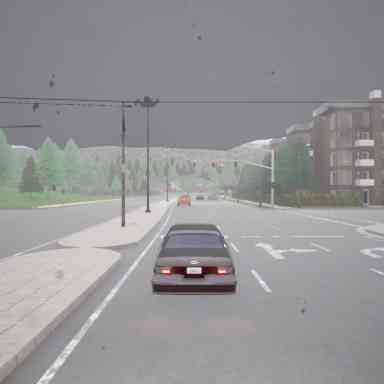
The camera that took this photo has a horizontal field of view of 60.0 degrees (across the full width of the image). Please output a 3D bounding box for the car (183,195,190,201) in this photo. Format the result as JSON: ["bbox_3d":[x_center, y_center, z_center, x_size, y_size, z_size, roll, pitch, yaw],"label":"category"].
[{"bbox_3d":[-1.429,1.523,85.436,1.812,1.442,4.674,0,0,0],"label":"car"}]

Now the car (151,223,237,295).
[{"bbox_3d":[0.052,1.547,8.865,2.033,1.411,5.357,0,0,0],"label":"car"}]

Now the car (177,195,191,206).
[{"bbox_3d":[-1.298,1.352,54.611,2.097,1.767,4.553,0,0,-1],"label":"car"}]

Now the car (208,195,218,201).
[{"bbox_3d":[5.571,1.539,85.475,2.033,1.411,5.357,0,0,0],"label":"car"}]

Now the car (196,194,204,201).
[{"bbox_3d":[2.071,1.477,85.471,1.882,1.535,5.008,0,0,0],"label":"car"}]
